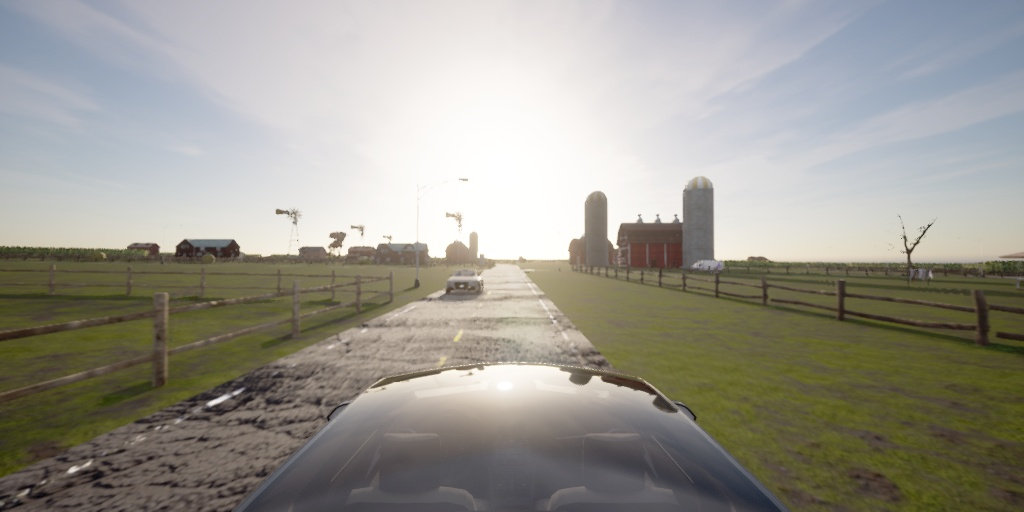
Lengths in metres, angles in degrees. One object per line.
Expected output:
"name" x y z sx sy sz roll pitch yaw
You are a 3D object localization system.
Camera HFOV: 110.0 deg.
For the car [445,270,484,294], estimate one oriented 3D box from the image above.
"car" -2.845 1.530 22.147 1.994 1.385 4.181 0 -1 0
